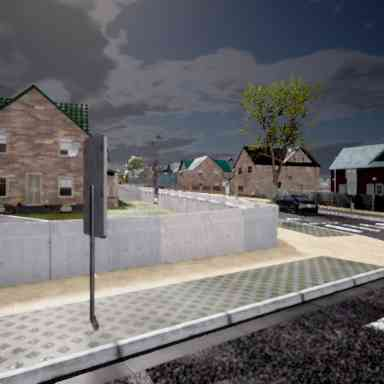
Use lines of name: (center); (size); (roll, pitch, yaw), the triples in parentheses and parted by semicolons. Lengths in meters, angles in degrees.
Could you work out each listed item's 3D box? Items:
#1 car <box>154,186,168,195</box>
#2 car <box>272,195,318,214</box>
car: (-5.499, -0.330, 57.408); (1.882, 1.535, 5.008); (0, 2, -19)
car: (8.019, 0.933, 26.196); (1.994, 1.385, 4.181); (1, 2, -15)
